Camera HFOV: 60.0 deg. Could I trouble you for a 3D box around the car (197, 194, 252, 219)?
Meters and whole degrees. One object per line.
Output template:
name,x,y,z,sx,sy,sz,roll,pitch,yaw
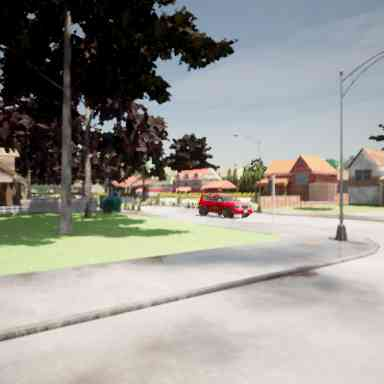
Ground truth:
car,2.736,1.174,29.073,2.150,2.045,5.566,0,0,-36
